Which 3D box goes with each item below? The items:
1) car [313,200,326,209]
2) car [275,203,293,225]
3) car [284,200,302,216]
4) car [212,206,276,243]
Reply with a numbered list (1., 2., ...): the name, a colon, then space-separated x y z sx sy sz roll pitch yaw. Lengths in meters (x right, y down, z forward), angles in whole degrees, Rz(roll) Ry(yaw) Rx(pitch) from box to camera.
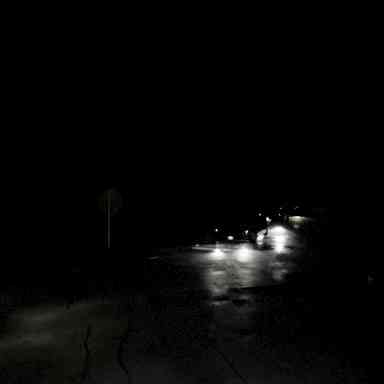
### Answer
1. car: 22.427 2.161 58.393 1.837 1.490 4.892 0 -1 19
2. car: 6.576 1.794 26.485 1.895 1.301 4.718 0 -1 23
3. car: 10.854 1.664 36.566 2.097 1.767 4.553 0 -1 22
4. car: 2.705 1.632 16.947 2.033 1.411 5.357 0 -1 23
